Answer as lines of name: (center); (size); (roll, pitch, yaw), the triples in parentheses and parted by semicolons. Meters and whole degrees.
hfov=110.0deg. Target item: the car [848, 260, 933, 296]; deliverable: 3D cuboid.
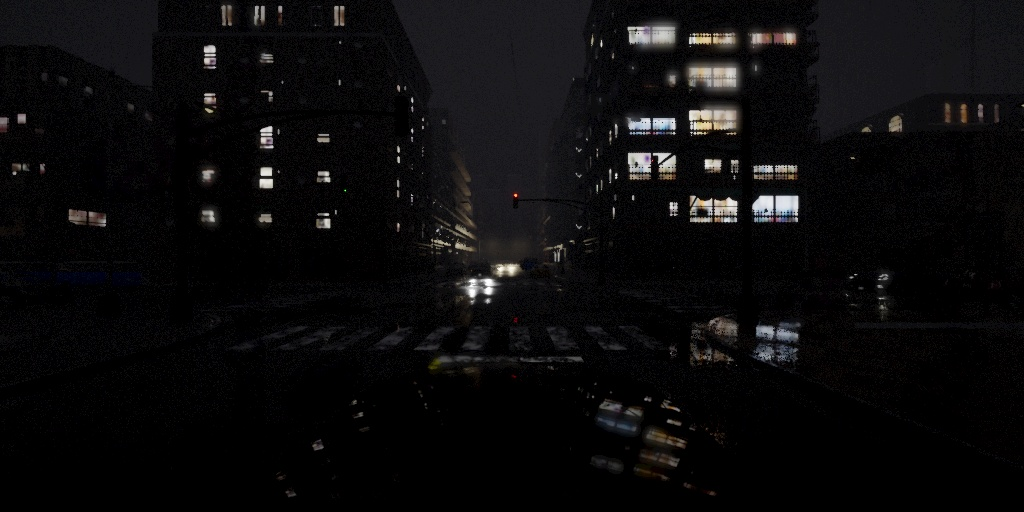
car: (20.314, 1.080, 18.537); (4.553, 1.767, 2.097); (0, -1, 1)

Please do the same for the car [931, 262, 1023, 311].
car: (18.660, 1.103, 13.132); (4.097, 1.591, 1.967); (0, 0, 1)

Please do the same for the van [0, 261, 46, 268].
van: (-30.452, 1.201, 21.653); (3.998, 1.789, 1.690); (0, 0, 1)

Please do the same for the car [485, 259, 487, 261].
car: (-5.459, 1.318, 58.451); (1.751, 1.417, 4.829); (0, 0, 0)

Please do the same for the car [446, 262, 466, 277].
car: (-5.531, 1.317, 35.990); (2.007, 1.370, 4.403); (0, 0, 0)

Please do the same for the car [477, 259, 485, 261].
car: (-5.445, 1.367, 52.963); (1.802, 1.307, 4.207); (0, 0, 0)

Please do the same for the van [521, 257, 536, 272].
van: (2.483, 1.119, 47.388); (1.690, 1.789, 3.998); (0, 0, 0)

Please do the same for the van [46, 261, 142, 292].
van: (-24.858, 1.191, 21.580); (3.998, 1.789, 1.690); (0, 0, 1)

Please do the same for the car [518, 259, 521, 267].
car: (2.436, 1.100, 53.041); (2.192, 1.841, 5.009); (0, 0, 0)

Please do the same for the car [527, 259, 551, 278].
car: (2.615, 1.290, 33.555); (1.751, 1.417, 4.829); (0, 0, 0)

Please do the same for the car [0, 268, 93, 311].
car: (-19.367, 1.290, 13.628); (4.403, 1.370, 2.007); (0, 0, 1)

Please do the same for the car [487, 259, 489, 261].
car: (-5.473, 1.382, 64.279); (1.802, 1.307, 4.207); (0, 0, 0)

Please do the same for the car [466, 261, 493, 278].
car: (-2.832, 1.366, 33.654); (1.895, 1.301, 4.718); (0, 0, 0)
